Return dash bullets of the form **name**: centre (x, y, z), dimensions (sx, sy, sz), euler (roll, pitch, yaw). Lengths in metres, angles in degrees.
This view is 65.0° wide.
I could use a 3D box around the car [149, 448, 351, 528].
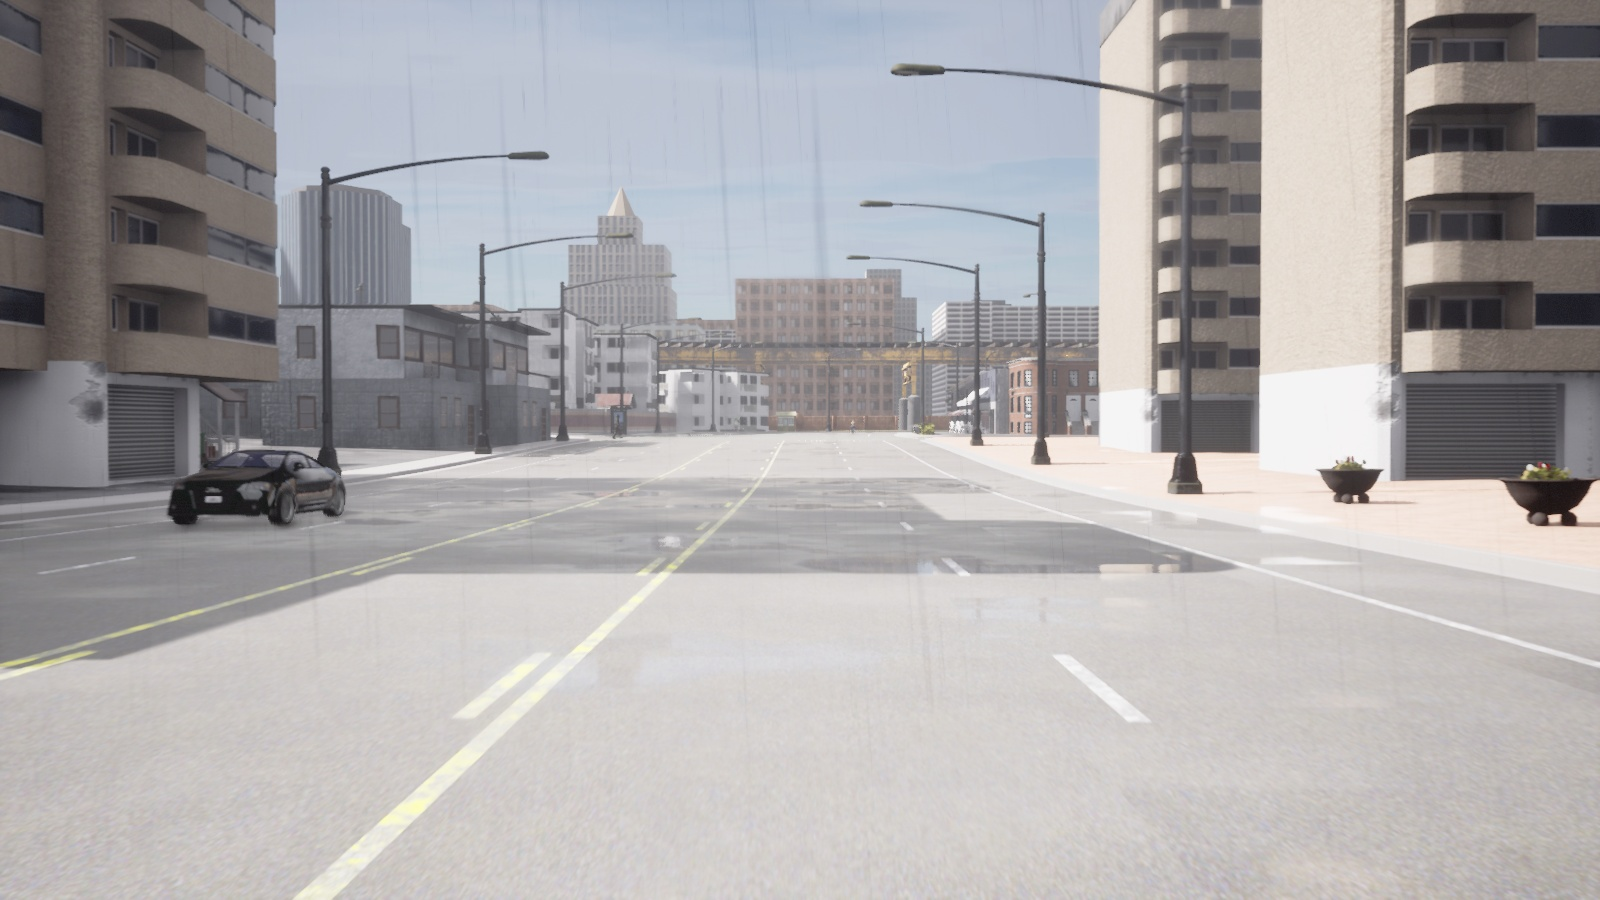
- **car**: centre (-10.346, 0.663, 24.014), dimensions (1.994, 1.385, 4.181), euler (0, 0, 1)
